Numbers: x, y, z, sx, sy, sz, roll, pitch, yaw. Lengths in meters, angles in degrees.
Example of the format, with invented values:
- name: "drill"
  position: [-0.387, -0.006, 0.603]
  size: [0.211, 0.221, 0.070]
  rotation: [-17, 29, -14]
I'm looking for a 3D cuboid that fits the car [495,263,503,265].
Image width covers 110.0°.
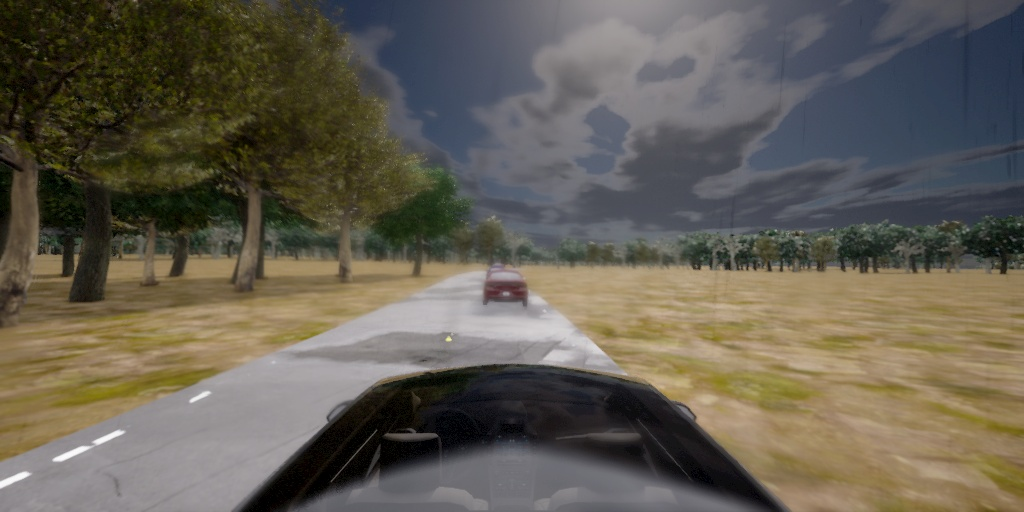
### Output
- name: "car"
  position: [-1.320, 1.625, 31.397]
  size: [1.812, 1.442, 4.674]
  rotation: [0, -1, -4]

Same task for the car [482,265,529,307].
- name: "car"
  position: [-0.341, 1.359, 16.484]
  size: [1.882, 1.535, 5.008]
  rotation: [1, -1, -3]
